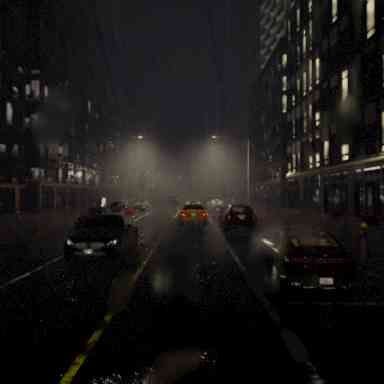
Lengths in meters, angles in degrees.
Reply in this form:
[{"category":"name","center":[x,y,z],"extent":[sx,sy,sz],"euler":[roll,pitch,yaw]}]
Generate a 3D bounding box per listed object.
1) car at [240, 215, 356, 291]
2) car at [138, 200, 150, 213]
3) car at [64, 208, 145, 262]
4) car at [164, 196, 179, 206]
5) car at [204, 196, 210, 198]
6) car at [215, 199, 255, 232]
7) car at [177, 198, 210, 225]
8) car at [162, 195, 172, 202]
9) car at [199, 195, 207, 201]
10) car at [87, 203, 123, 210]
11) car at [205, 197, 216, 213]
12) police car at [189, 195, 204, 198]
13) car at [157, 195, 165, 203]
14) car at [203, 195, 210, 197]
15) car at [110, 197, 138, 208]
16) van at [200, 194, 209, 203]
[{"category":"car","center":[2.699,1.550,8.852],"extent":[2.008,1.369,4.403],"euler":[1,0,0]},{"category":"car","center":[-5.683,1.543,36.760],"extent":[1.947,1.339,4.313],"euler":[1,0,0]},{"category":"car","center":[-3.102,1.523,12.293],"extent":[1.812,1.442,4.674],"euler":[0,0,0]},{"category":"car","center":[-3.059,1.457,55.453],"extent":[1.837,1.490,4.892],"euler":[0,0,0]},{"category":"car","center":[2.697,1.553,42.316],"extent":[1.802,1.307,4.206],"euler":[1,0,0]},{"category":"car","center":[2.700,1.433,20.007],"extent":[1.967,1.590,4.097],"euler":[1,0,0]},{"category":"car","center":[0.100,1.445,24.021],"extent":[1.801,1.575,5.366],"euler":[0,0,0]},{"category":"car","center":[-5.685,1.483,75.783],"extent":[1.947,1.339,4.313],"euler":[1,0,0]},{"category":"car","center":[2.696,1.450,81.354],"extent":[1.887,1.381,4.507],"euler":[1,0,0]},{"category":"car","center":[-5.683,1.575,20.039],"extent":[1.802,1.307,4.206],"euler":[1,0,0]},{"category":"car","center":[2.697,1.528,36.738],"extent":[2.008,1.369,4.403],"euler":[1,0,0]},{"category":"police car","center":[0.098,1.475,41.885],"extent":[2.038,1.542,4.974],"euler":[0,0,0]},{"category":"car","center":[-5.682,1.379,64.634],"extent":[1.967,1.590,4.097],"euler":[1,0,0]},{"category":"car","center":[2.696,1.522,53.469],"extent":[1.947,1.339,4.313],"euler":[1,0,0]},{"category":"car","center":[-5.681,1.428,25.611],"extent":[1.967,1.590,4.097],"euler":[1,0,0]},{"category":"van","center":[2.699,1.270,70.200],"extent":[1.690,1.788,3.998],"euler":[1,0,0]}]
